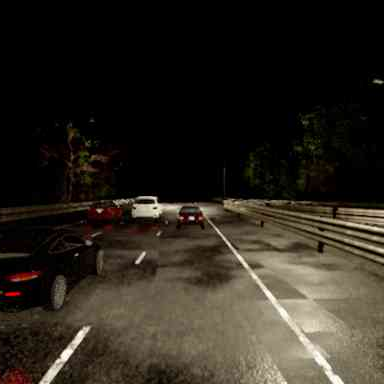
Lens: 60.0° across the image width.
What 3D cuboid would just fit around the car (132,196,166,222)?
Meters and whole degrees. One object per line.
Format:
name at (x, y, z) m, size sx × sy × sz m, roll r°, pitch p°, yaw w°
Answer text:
car at (-3.699, 1.424, 28.238) m, size 2.150 × 2.045 × 5.566 m, roll 0°, pitch 0°, yaw -1°

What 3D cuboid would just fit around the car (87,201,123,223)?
car at (-7.196, 1.553, 27.874) m, size 2.097 × 1.767 × 4.553 m, roll 0°, pitch 0°, yaw -1°

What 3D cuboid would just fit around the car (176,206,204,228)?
car at (-0.109, 1.712, 23.369) m, size 2.033 × 1.411 × 5.357 m, roll 0°, pitch 0°, yaw -1°

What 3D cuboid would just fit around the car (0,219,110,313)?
car at (-3.436, 1.580, 7.655) m, size 1.812 × 1.442 × 4.674 m, roll 0°, pitch 0°, yaw 0°
